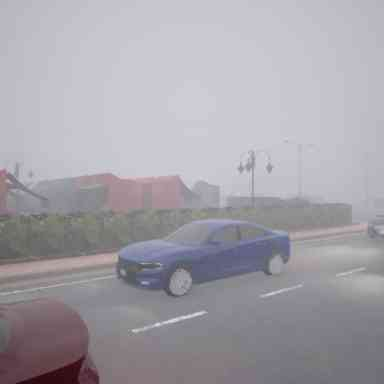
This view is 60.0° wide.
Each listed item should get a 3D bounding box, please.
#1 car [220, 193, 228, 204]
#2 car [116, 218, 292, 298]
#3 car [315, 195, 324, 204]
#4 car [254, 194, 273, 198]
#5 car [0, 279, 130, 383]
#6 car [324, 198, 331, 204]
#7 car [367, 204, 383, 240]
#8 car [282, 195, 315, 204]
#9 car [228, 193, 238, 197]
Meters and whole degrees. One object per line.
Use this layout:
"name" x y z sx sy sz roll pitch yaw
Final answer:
"car" 6.153 1.222 80.269 1.905 1.878 3.866 0 0 -36
"car" 0.508 1.479 8.726 5.008 1.535 1.882 0 0 -36
"car" 16.122 1.425 47.245 1.784 1.438 3.905 0 0 -36
"car" 14.242 1.459 64.553 1.970 1.475 3.806 0 0 -36
"car" -3.052 1.478 1.744 5.008 1.535 1.882 0 0 -36
"car" 18.463 1.457 48.948 1.970 1.475 3.806 0 0 -36
"car" 10.251 1.494 15.915 4.902 1.511 2.128 0 0 -36
"car" 13.981 1.214 45.626 1.932 1.855 4.605 0 0 -36
"car" 8.525 1.219 81.928 1.932 1.855 4.605 0 0 -36
